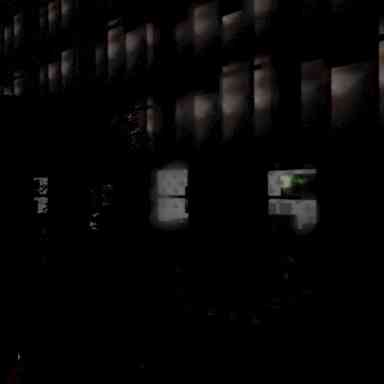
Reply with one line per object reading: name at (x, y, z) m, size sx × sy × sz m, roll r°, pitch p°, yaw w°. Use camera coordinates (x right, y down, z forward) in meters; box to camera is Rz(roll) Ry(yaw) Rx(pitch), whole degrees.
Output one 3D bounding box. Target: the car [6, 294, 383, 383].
car at (0.139, 1.587, 2.775) m, size 4.206 × 1.307 × 1.802 m, roll 0°, pitch 0°, yaw 35°
